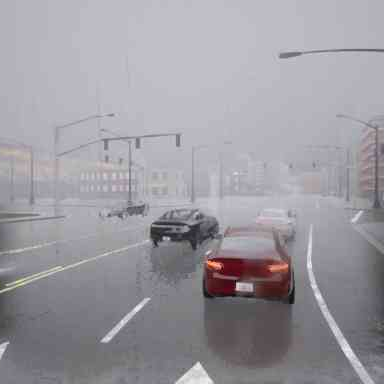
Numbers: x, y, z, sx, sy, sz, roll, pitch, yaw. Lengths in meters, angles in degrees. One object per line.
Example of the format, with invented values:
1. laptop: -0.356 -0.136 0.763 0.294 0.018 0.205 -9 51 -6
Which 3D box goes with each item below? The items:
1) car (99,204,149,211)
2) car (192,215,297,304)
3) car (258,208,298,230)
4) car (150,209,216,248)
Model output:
1. car: -4.668 1.140 23.288 2.128 1.511 4.902 0 0 20
2. car: 1.458 1.526 8.150 1.812 1.442 4.674 0 0 13
3. car: 4.203 1.526 16.582 1.812 1.442 4.674 0 0 20
4. car: -0.169 1.492 14.504 2.128 1.511 4.902 0 0 18
